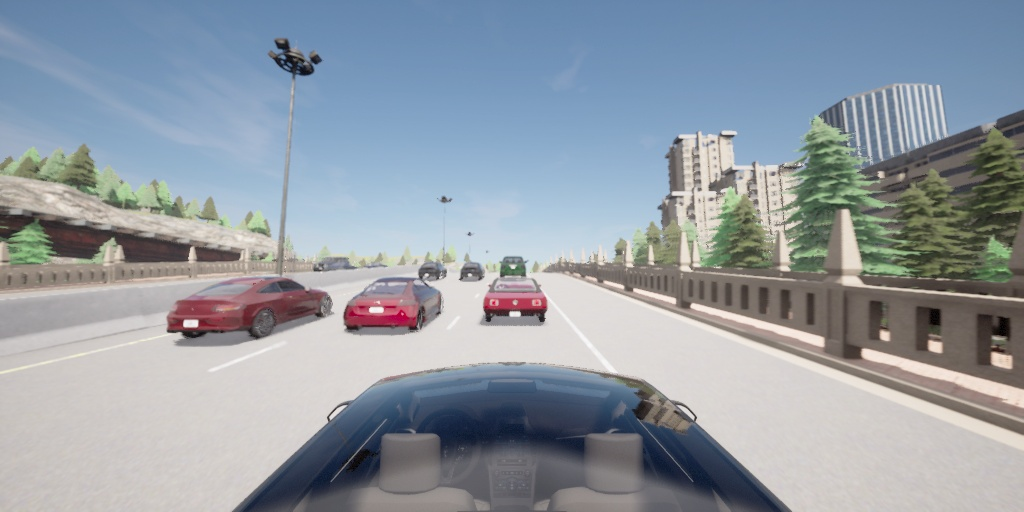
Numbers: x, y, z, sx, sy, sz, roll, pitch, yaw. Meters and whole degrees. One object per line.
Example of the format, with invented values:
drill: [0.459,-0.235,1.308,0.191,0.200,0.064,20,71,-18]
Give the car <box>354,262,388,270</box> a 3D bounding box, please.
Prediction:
car: [-14.107,1.349,36.841,1.994,1.385,4.181,0,0,0]

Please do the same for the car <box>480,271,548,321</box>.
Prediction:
car: [0.096,1.361,12.409,1.895,1.301,4.718,0,0,0]

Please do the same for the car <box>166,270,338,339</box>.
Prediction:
car: [-6.903,1.283,10.010,1.812,1.442,4.674,0,0,0]

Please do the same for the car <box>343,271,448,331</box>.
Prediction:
car: [-3.404,1.323,11.004,1.994,1.385,4.181,0,0,0]

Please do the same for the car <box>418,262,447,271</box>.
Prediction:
car: [-6.912,1.283,31.530,1.837,1.490,4.892,0,0,0]

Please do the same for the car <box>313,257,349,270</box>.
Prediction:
car: [-21.100,1.082,42.303,2.150,2.045,5.566,0,-2,0]

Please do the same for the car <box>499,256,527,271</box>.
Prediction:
car: [0.088,0.999,30.688,2.150,2.045,5.566,0,0,0]

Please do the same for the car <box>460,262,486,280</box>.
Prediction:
car: [-3.412,1.283,31.526,1.837,1.490,4.892,0,0,0]

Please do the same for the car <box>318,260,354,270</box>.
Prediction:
car: [-17.607,1.350,36.840,1.994,1.385,4.181,0,0,0]
